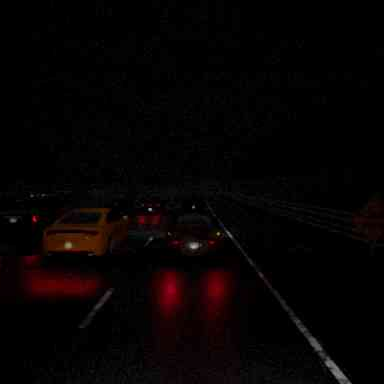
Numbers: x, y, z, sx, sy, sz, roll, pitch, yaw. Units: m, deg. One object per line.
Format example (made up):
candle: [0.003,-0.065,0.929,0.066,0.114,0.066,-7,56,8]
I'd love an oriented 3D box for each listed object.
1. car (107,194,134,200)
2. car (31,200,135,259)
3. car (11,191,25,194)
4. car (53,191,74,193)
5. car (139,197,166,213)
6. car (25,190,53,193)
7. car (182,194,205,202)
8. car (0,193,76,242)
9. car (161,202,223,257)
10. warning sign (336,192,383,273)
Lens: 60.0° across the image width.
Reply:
car: [-6.821,0.901,32.213,1.882,1.535,5.008,0,1,1]
car: [-3.433,1.275,11.724,1.882,1.535,5.008,0,1,0]
car: [-24.237,0.653,46.598,1.837,1.490,4.892,0,1,2]
car: [-17.238,0.718,46.594,1.994,1.385,4.181,0,1,2]
car: [-3.359,1.078,29.345,1.895,1.301,4.718,0,1,1]
car: [-20.740,0.504,46.541,2.097,1.767,4.553,0,1,2]
car: [0.161,0.956,30.802,1.837,1.490,4.892,0,1,1]
car: [-6.919,1.091,15.047,2.097,1.767,4.553,0,1,0]
car: [0.069,1.321,11.871,1.812,1.442,4.674,0,1,0]
warning sign: [4.577,0.972,8.407,1.300,1.860,1.060,2,3,0]
